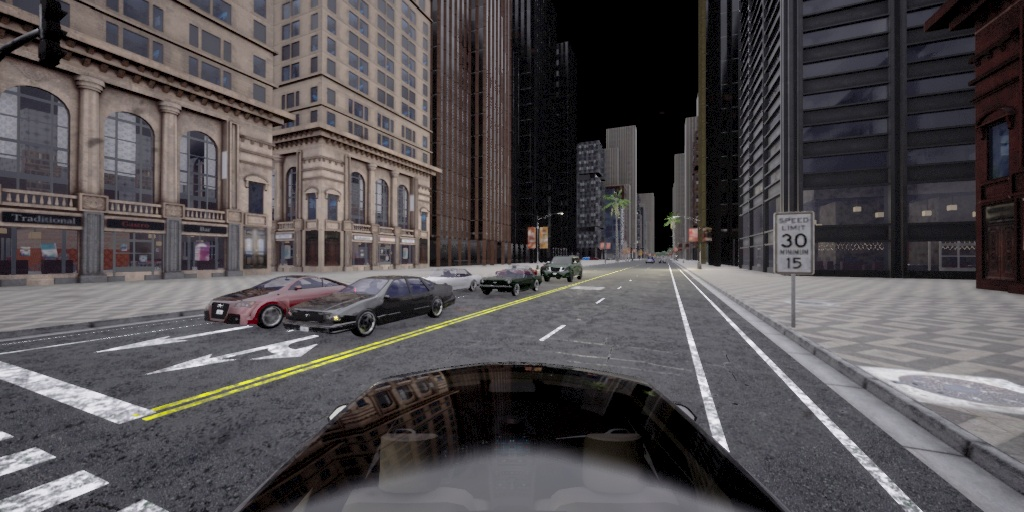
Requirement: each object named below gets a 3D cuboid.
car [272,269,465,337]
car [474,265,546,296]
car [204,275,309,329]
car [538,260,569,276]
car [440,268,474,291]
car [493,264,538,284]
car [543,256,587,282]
[{"bbox_3d":[-3.753,1.299,10.742,2.033,1.411,5.357,0,0,23],"label":"car"},{"bbox_3d":[0.045,1.357,19.546,1.895,1.301,4.718,0,0,24],"label":"car"},{"bbox_3d":[-7.007,1.316,11.394,1.994,1.385,4.181,0,0,24],"label":"car"},{"bbox_3d":[4.484,1.250,37.943,1.882,1.535,5.008,0,0,24],"label":"car"},{"bbox_3d":[-3.541,1.357,19.441,1.895,1.301,4.718,0,0,23],"label":"car"},{"bbox_3d":[0.406,1.364,28.587,1.895,1.301,4.718,0,0,24],"label":"car"},{"bbox_3d":[4.286,0.986,29.366,2.150,2.045,5.566,0,0,23],"label":"car"}]
